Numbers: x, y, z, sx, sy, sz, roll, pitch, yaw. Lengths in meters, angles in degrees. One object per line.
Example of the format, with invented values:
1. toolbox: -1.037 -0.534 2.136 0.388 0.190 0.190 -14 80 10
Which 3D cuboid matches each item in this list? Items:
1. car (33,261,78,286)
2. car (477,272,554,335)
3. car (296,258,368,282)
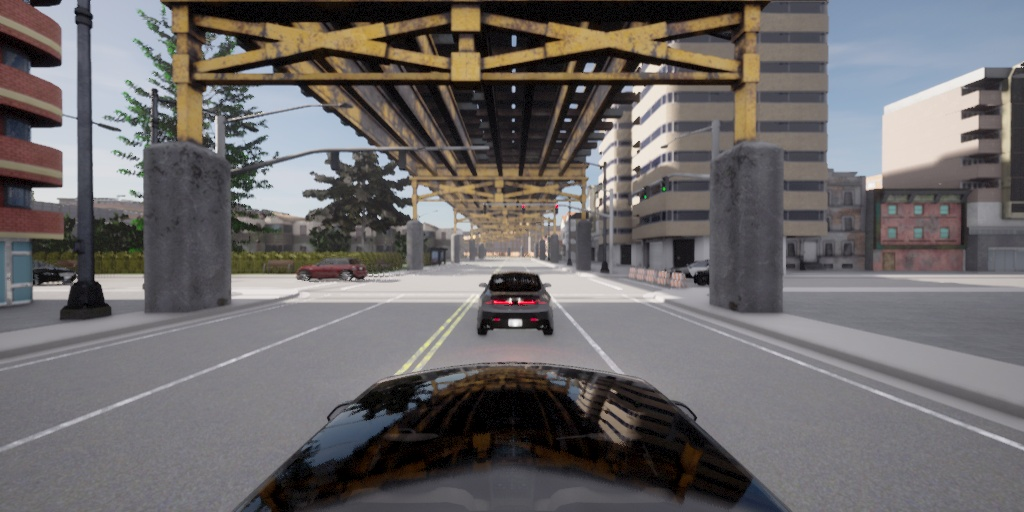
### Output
1. car: -30.184 1.078 22.389 4.902 1.511 2.128 0 0 0
2. car: 0.089 1.187 10.208 1.837 1.490 4.892 0 0 0
3. car: -12.938 0.911 25.788 4.553 1.767 2.097 0 1 4
